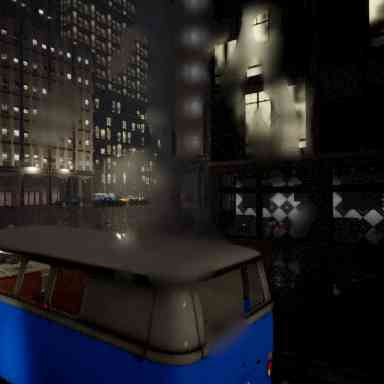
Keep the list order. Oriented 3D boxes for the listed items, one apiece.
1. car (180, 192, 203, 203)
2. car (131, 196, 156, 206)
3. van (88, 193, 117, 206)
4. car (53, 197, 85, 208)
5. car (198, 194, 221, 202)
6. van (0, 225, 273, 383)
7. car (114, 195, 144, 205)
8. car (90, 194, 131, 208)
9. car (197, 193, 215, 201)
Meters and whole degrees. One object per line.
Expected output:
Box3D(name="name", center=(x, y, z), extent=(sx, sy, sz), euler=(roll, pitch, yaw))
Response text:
Box3D(name="car", center=(-0.152, 0.908, 54.723), extent=(2.192, 1.841, 5.009), euler=(0, 0, 36))
Box3D(name="car", center=(-6.811, 1.230, 45.626), extent=(2.008, 1.369, 4.403), euler=(0, 0, 36))
Box3D(name="van", center=(-13.596, 1.135, 50.544), extent=(1.690, 1.788, 3.998), euler=(0, 0, 36))
Box3D(name="car", center=(-16.926, 1.403, 45.994), extent=(1.947, 1.339, 4.313), euler=(0, 0, 36))
Box3D(name="car", center=(3.181, 1.101, 59.273), extent=(2.008, 1.369, 4.403), euler=(0, 0, 36))
Box3D(name="van", center=(-1.112, 1.342, 3.684), extent=(3.998, 1.788, 1.690), euler=(0, -1, 36))
Box3D(name="car", center=(-10.363, 1.278, 54.958), extent=(1.752, 1.417, 4.829), euler=(0, 0, 36))
Box3D(name="car", center=(-10.141, 1.267, 41.077), extent=(1.887, 1.381, 4.507), euler=(0, 0, 36))
Box3D(name="car", center=(3.065, 1.016, 73.299), extent=(1.967, 1.590, 4.097), euler=(0, 0, 36))
